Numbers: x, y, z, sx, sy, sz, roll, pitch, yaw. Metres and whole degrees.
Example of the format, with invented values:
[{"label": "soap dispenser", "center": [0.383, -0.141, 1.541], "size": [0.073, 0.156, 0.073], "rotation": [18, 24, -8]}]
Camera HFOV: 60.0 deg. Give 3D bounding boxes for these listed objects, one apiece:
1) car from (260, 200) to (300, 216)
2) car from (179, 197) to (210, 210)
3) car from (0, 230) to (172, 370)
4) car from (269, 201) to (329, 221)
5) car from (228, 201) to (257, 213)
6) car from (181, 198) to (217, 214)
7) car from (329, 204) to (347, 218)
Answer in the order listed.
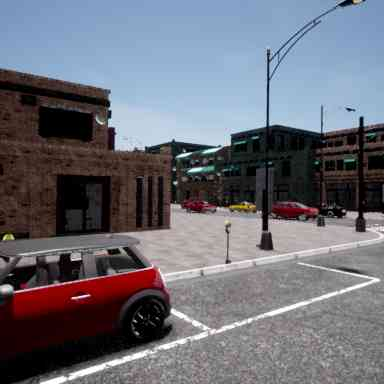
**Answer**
[{"label": "car", "center": [9.773, 1.739, 37.222], "size": [1.967, 1.590, 4.097], "rotation": [0, -1, -35]}, {"label": "car", "center": [0.277, 1.773, 50.893], "size": [2.192, 1.841, 5.009], "rotation": [0, -1, -35]}, {"label": "car", "center": [-2.409, 1.440, 4.826], "size": [4.097, 1.590, 1.967], "rotation": [0, 1, -36]}, {"label": "car", "center": [8.739, 1.623, 28.570], "size": [1.882, 1.535, 5.008], "rotation": [1, -1, -35]}, {"label": "car", "center": [6.510, 1.879, 41.917], "size": [1.752, 1.417, 4.829], "rotation": [0, -1, -35]}, {"label": "car", "center": [1.062, 1.800, 39.628], "size": [1.812, 1.442, 4.674], "rotation": [1, -1, -35]}, {"label": "car", "center": [12.938, 1.812, 32.664], "size": [1.947, 1.339, 4.313], "rotation": [0, -1, -35]}]
